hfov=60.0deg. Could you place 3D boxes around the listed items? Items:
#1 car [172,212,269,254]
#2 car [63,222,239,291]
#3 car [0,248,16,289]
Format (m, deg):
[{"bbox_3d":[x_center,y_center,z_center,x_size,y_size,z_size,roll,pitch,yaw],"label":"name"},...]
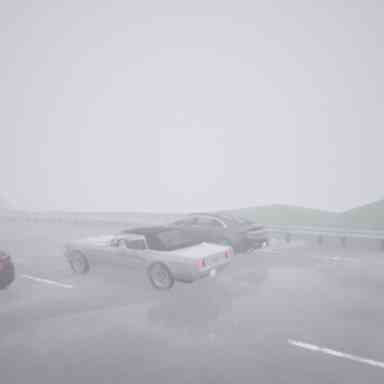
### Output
[{"bbox_3d":[0.316,1.491,12.083,4.902,1.511,2.128,0,0,34],"label":"car"},{"bbox_3d":[-1.363,1.608,9.031,4.718,1.301,1.895,0,0,33],"label":"car"},{"bbox_3d":[-6.136,1.596,7.924,4.181,1.385,1.994,0,0,32],"label":"car"}]
